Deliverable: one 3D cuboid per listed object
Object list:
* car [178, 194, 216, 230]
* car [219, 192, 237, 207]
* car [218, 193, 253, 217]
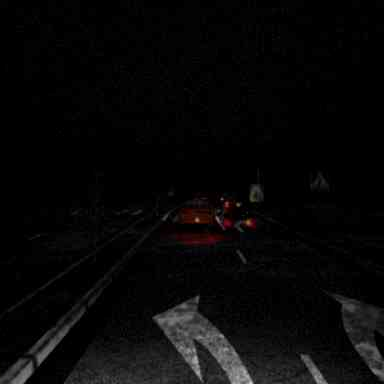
[{"bbox_3d":[0.273,1.128,18.398,1.882,1.535,5.008,0,1,1],"label":"car"},{"bbox_3d":[3.990,0.855,37.573,1.882,1.535,5.008,0,-1,4],"label":"car"},{"bbox_3d":[3.288,0.863,25.169,2.097,1.767,4.553,0,2,1],"label":"car"}]
